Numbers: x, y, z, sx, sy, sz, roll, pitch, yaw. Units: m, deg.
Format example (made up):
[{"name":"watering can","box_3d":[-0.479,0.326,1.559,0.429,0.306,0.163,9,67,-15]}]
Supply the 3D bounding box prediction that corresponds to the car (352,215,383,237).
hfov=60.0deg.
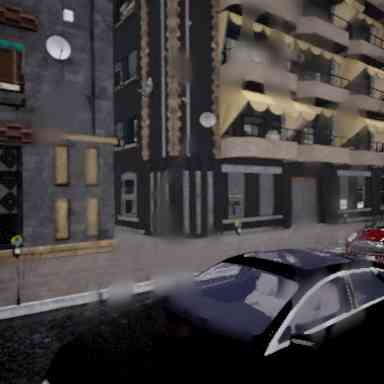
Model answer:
[{"name":"car","box_3d":[6.911,1.441,11.040,4.097,1.590,1.967,0,-1,-35]}]

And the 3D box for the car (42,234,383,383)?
[{"name":"car","box_3d":[0.951,1.492,3.751,4.902,1.511,2.128,0,0,-35]}]
